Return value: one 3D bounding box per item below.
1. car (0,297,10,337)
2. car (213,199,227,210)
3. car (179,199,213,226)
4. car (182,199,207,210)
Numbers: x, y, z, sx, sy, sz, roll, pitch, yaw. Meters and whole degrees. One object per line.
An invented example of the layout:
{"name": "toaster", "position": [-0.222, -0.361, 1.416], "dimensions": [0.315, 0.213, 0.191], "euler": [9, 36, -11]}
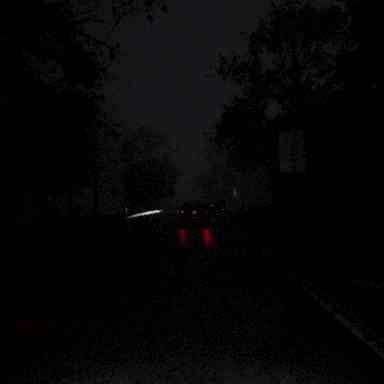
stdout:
{"name": "car", "position": [-3.349, 1.606, 2.171], "dimensions": [1.895, 1.301, 4.718], "euler": [0, 0, 0]}
{"name": "car", "position": [3.101, 1.597, 42.586], "dimensions": [1.994, 1.385, 4.181], "euler": [-2, 0, 18]}
{"name": "car", "position": [0.219, 1.405, 24.326], "dimensions": [2.097, 1.767, 4.553], "euler": [0, 0, 1]}
{"name": "car", "position": [0.397, 1.718, 45.509], "dimensions": [1.895, 1.301, 4.718], "euler": [-2, -1, 21]}
